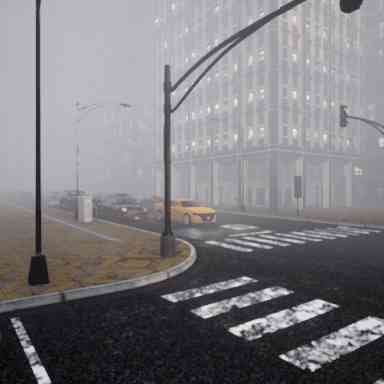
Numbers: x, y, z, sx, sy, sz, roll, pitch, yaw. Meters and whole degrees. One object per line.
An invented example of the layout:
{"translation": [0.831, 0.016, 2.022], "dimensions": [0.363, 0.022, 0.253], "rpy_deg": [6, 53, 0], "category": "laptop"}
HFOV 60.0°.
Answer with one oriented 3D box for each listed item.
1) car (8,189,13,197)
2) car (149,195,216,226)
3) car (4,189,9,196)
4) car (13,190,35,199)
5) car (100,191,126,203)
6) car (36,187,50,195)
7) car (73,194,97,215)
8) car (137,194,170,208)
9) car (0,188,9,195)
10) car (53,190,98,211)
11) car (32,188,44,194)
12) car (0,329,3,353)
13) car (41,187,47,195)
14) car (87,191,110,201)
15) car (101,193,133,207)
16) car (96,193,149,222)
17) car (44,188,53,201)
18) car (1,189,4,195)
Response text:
{"translation": [-30.499, 0.317, 58.536], "dimensions": [2.008, 1.369, 4.403], "rpy_deg": [1, 0, -36], "category": "car"}
{"translation": [-0.525, 1.160, 21.053], "dimensions": [1.882, 1.535, 5.008], "rpy_deg": [0, 1, -36], "category": "car"}
{"translation": [-33.742, 0.204, 63.069], "dimensions": [1.887, 1.381, 4.507], "rpy_deg": [1, 0, -36], "category": "car"}
{"translation": [-27.257, 0.418, 54.001], "dimensions": [1.887, 1.381, 4.507], "rpy_deg": [1, 0, -36], "category": "car"}
{"translation": [-10.850, 0.699, 45.467], "dimensions": [1.752, 1.417, 4.829], "rpy_deg": [1, 0, -36], "category": "car"}
{"translation": [-36.696, -0.365, 81.613], "dimensions": [2.192, 1.841, 5.009], "rpy_deg": [1, 0, -36], "category": "car"}
{"translation": [-7.803, 1.099, 26.798], "dimensions": [1.802, 1.307, 4.206], "rpy_deg": [1, 0, -36], "category": "car"}
{"translation": [-4.265, 0.973, 36.256], "dimensions": [1.802, 1.307, 4.206], "rpy_deg": [1, 0, -36], "category": "car"}
{"translation": [-43.469, -0.116, 76.672], "dimensions": [1.887, 1.381, 4.507], "rpy_deg": [1, 0, -36], "category": "car"}
{"translation": [-11.038, 0.725, 31.331], "dimensions": [2.192, 1.841, 5.009], "rpy_deg": [1, 0, -36], "category": "car"}
{"translation": [-39.945, -0.221, 86.150], "dimensions": [1.947, 1.339, 4.313], "rpy_deg": [1, 0, -36], "category": "car"}
{"translation": [-4.387, 1.441, 3.432], "dimensions": [4.097, 1.590, 1.967], "rpy_deg": [0, 0, -35], "category": "car"}
{"translation": [-33.458, -0.028, 77.078], "dimensions": [1.887, 1.381, 4.507], "rpy_deg": [1, 0, -36], "category": "car"}
{"translation": [-13.996, 0.635, 49.865], "dimensions": [1.947, 1.339, 4.313], "rpy_deg": [1, 0, -36], "category": "car"}
{"translation": [-8.610, 0.848, 37.857], "dimensions": [1.812, 1.442, 4.674], "rpy_deg": [0, 1, -36], "category": "car"}
{"translation": [-4.556, 1.064, 22.263], "dimensions": [1.967, 1.590, 4.097], "rpy_deg": [1, 0, -36], "category": "car"}
{"translation": [-19.210, 0.588, 47.317], "dimensions": [1.812, 1.442, 4.674], "rpy_deg": [0, 1, -35], "category": "car"}
{"translation": [-36.984, 0.103, 67.604], "dimensions": [2.008, 1.369, 4.403], "rpy_deg": [1, 0, -36], "category": "car"}
